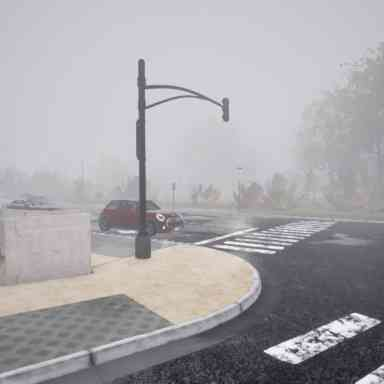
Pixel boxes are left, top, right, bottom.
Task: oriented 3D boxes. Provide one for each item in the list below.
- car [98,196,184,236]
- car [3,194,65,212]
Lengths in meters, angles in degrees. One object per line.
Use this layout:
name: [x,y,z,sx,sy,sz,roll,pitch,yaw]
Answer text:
car: [-2.604,1.135,16.943,4.553,1.767,2.097,1,1,32]
car: [-10.369,1.134,21.776,4.902,1.511,2.128,1,1,31]
